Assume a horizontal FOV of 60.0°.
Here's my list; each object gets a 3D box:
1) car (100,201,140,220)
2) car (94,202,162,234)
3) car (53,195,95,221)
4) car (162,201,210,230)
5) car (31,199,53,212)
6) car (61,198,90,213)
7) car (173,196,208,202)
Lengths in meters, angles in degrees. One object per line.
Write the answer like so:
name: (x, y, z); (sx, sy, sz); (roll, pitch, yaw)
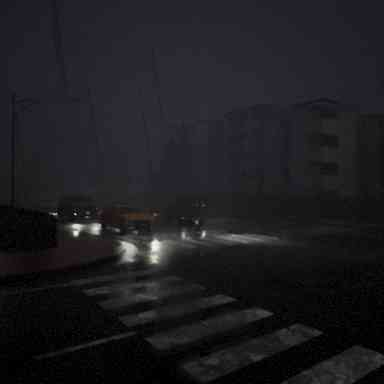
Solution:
car: (-6.541, 1.623, 29.803); (1.812, 1.442, 4.674); (1, 0, -35)
car: (-4.023, 1.546, 20.180); (1.882, 1.535, 5.008); (1, 0, -34)
car: (-9.750, 1.289, 28.293); (2.150, 2.045, 5.566); (1, 0, -36)
car: (-1.130, 1.590, 22.230); (2.128, 1.511, 4.902); (1, 0, -36)
car: (-17.679, 1.545, 39.302); (1.882, 1.535, 5.008); (1, 0, -36)
car: (-14.221, 1.574, 40.491); (1.882, 1.535, 5.008); (1, 0, -36)
car: (-0.475, 1.380, 33.529); (2.150, 2.045, 5.566); (1, 0, -35)
